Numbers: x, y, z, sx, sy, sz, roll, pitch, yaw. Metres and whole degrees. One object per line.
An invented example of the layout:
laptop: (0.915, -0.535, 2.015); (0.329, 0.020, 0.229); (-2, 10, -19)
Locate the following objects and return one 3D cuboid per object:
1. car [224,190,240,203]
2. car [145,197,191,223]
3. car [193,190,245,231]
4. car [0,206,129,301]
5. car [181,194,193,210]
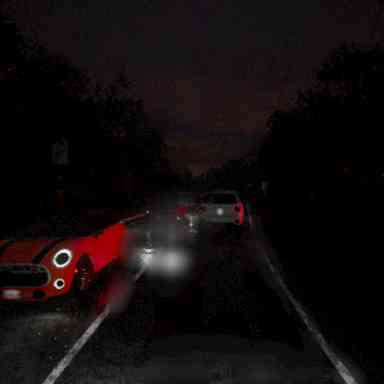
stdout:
car: (5.456, 0.575, 45.471); (2.128, 1.511, 4.902); (0, 1, 6)
car: (-1.584, 1.209, 21.647); (1.895, 1.301, 4.718); (0, 1, 9)
car: (1.634, 0.878, 17.922); (2.150, 2.045, 5.566); (0, 2, 8)
car: (-3.109, 1.224, 8.280); (2.097, 1.767, 4.553); (0, 1, 5)
car: (-0.219, 0.933, 29.968); (2.128, 1.511, 4.902); (0, 1, 9)
